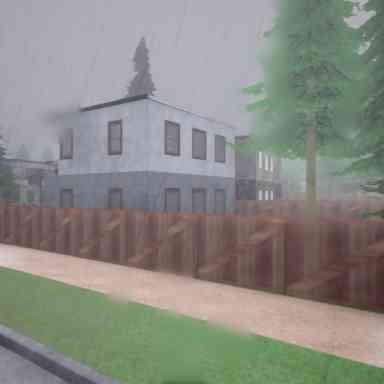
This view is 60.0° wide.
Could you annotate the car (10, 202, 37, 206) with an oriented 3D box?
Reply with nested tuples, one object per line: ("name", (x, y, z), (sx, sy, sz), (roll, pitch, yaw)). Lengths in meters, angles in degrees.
("car", (-15.331, 1.582, 29.327), (1.895, 1.301, 4.718), (0, 0, 28))
